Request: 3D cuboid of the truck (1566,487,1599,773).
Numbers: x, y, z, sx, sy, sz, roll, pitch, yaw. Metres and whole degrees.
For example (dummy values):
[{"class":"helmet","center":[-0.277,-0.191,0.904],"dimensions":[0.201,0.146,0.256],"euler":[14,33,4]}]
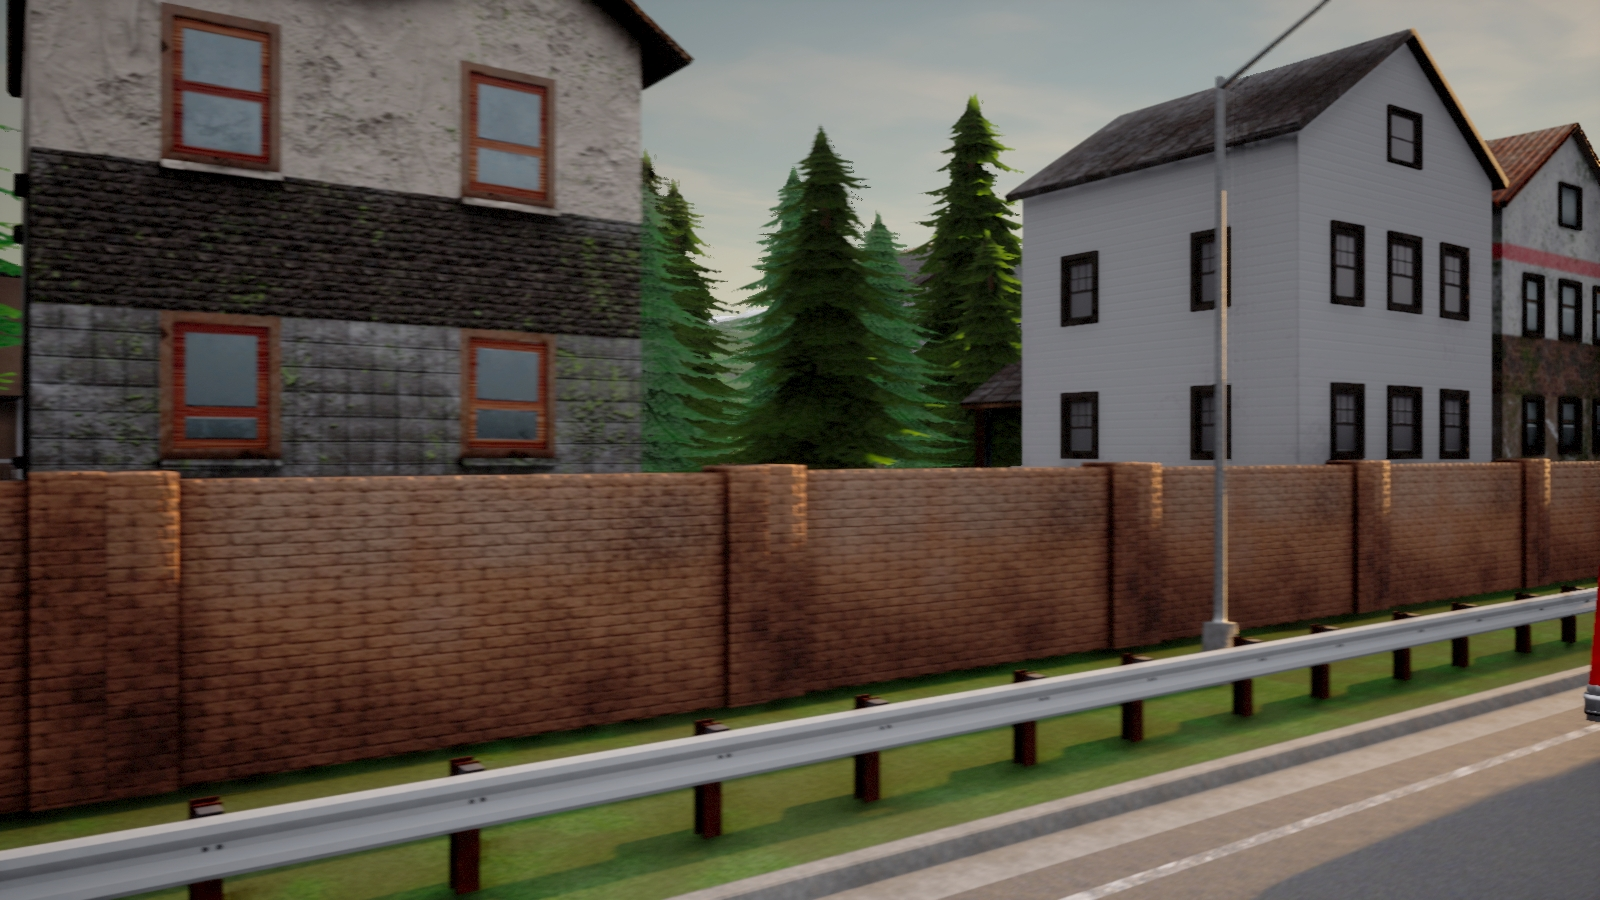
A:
[{"class":"truck","center":[9.689,1.576,10.569],"dimensions":[5.204,2.467,2.627],"euler":[0,0,-35]}]
